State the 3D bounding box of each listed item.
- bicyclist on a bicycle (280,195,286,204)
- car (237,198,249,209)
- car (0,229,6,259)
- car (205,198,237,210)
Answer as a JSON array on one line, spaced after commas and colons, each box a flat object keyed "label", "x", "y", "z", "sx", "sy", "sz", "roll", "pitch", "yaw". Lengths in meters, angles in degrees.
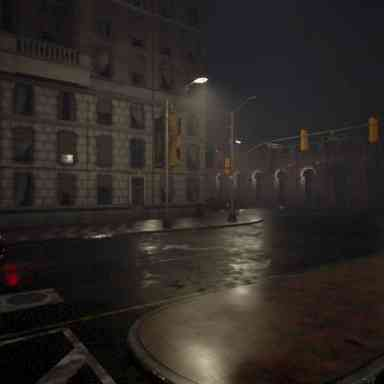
[{"label": "bicyclist on a bicycle", "x": 15.449, "y": 1.300, "z": 56.436, "sx": 1.656, "sy": 1.620, "sz": 0.582, "roll": 0, "pitch": 0, "yaw": -36}, {"label": "car", "x": 5.710, "y": 1.526, "z": 45.207, "sx": 1.812, "sy": 1.442, "sz": 4.674, "roll": 0, "pitch": 0, "yaw": -36}, {"label": "car", "x": -7.529, "y": 1.491, "z": 8.446, "sx": 4.902, "sy": 1.511, "sz": 2.128, "roll": 0, "pitch": 0, "yaw": -35}, {"label": "car", "x": 2.966, "y": 1.491, "z": 43.026, "sx": 2.128, "sy": 1.511, "sz": 4.902, "roll": 0, "pitch": 0, "yaw": -36}]
